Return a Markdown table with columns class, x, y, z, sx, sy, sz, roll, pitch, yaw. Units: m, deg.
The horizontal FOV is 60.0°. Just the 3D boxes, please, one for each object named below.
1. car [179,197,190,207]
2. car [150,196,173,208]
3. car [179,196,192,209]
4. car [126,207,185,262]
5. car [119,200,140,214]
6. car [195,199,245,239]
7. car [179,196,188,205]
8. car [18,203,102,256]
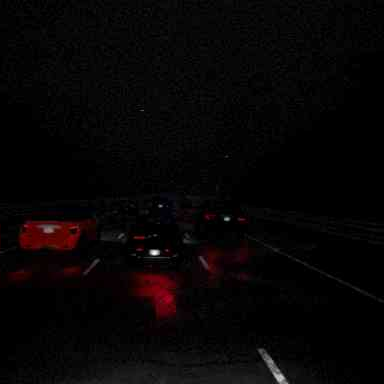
| class | x | y | z | sx | sy | sz | roll | pitch | yaw |
| --- | --- | --- | --- | --- | --- | --- | --- | --- | --- |
| car | -1.597 | 1.980 | 66.477 | 2.097 | 1.767 | 4.553 | 2 | -1 | -2 |
| car | -3.156 | 1.453 | 33.953 | 2.150 | 2.045 | 5.566 | 2 | 0 | -4 |
| car | -1.044 | 1.880 | 54.642 | 2.097 | 1.767 | 4.553 | 2 | -1 | -3 |
| car | -1.343 | 1.566 | 12.394 | 1.837 | 1.490 | 4.892 | 2 | 0 | -5 |
| car | -6.867 | 1.612 | 36.758 | 1.882 | 1.535 | 5.008 | 2 | 0 | -4 |
| car | 1.472 | 1.444 | 18.982 | 2.150 | 2.045 | 5.566 | 2 | -1 | -5 |
| car | -2.116 | 1.992 | 82.486 | 2.150 | 2.045 | 5.566 | 2 | -1 | -1 |
| car | -4.908 | 1.296 | 13.048 | 2.097 | 1.767 | 4.553 | 2 | -1 | -5 |
